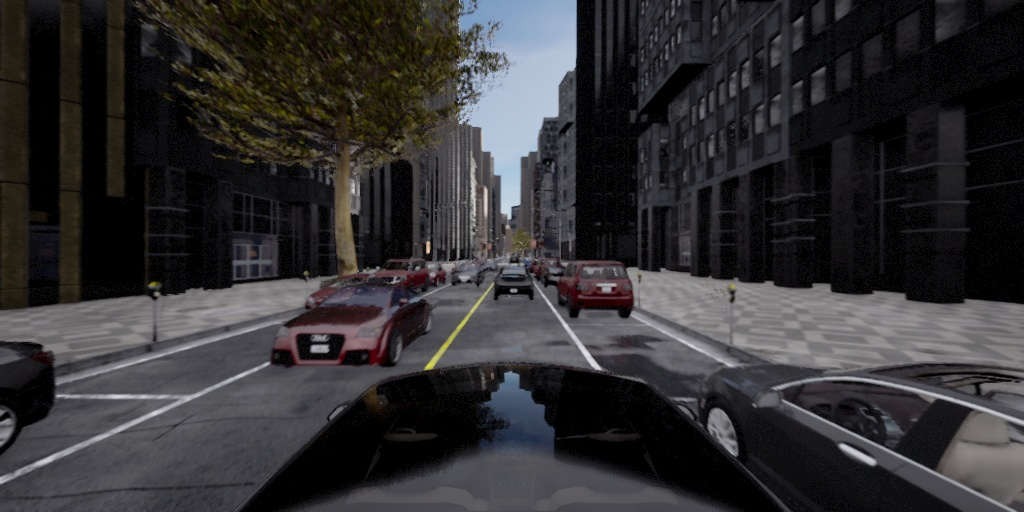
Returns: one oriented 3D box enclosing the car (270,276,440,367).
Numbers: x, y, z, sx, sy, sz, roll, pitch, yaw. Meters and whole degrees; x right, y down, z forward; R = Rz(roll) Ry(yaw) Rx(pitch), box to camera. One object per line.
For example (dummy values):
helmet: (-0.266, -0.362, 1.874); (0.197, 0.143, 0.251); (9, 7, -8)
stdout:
car: (-3.071, 1.305, 7.756); (1.994, 1.385, 4.181); (0, 0, 1)

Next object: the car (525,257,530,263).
car: (3.002, 1.095, 40.594); (2.192, 1.841, 5.009); (0, 0, 0)

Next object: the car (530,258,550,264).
car: (2.931, 1.088, 29.569); (2.192, 1.841, 5.009); (0, 0, 0)

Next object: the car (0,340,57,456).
car: (-5.774, 1.295, 2.053); (1.948, 1.339, 4.313); (0, 0, 0)

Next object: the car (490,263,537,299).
car: (0.097, 1.264, 18.120); (1.837, 1.490, 4.892); (0, 0, 0)

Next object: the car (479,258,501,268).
car: (-2.731, 1.329, 45.120); (1.994, 1.385, 4.181); (0, 0, 0)

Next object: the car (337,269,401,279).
car: (-5.702, 1.316, 13.079); (1.802, 1.307, 4.207); (0, 0, 0)

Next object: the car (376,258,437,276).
car: (-5.666, 1.051, 18.592); (2.192, 1.841, 5.009); (0, 0, 0)

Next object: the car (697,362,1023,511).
car: (2.751, 1.310, 2.007); (2.007, 1.370, 4.403); (0, 0, 0)

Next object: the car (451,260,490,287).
car: (-2.924, 1.243, 24.604); (2.128, 1.511, 4.902); (0, 0, 1)

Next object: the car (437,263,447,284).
car: (-5.630, 1.179, 24.105); (1.967, 1.591, 4.097); (0, 0, 0)

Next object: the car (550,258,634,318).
car: (2.823, 1.079, 13.031); (2.192, 1.841, 5.009); (0, 0, 0)

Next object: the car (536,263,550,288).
car: (2.895, 1.336, 24.056); (1.948, 1.339, 4.313); (0, 0, 0)

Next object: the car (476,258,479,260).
car: (-5.488, 1.279, 45.987); (1.751, 1.417, 4.829); (0, 0, 0)

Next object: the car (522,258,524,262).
car: (3.146, 1.362, 62.644); (1.948, 1.339, 4.313); (0, 0, 0)
